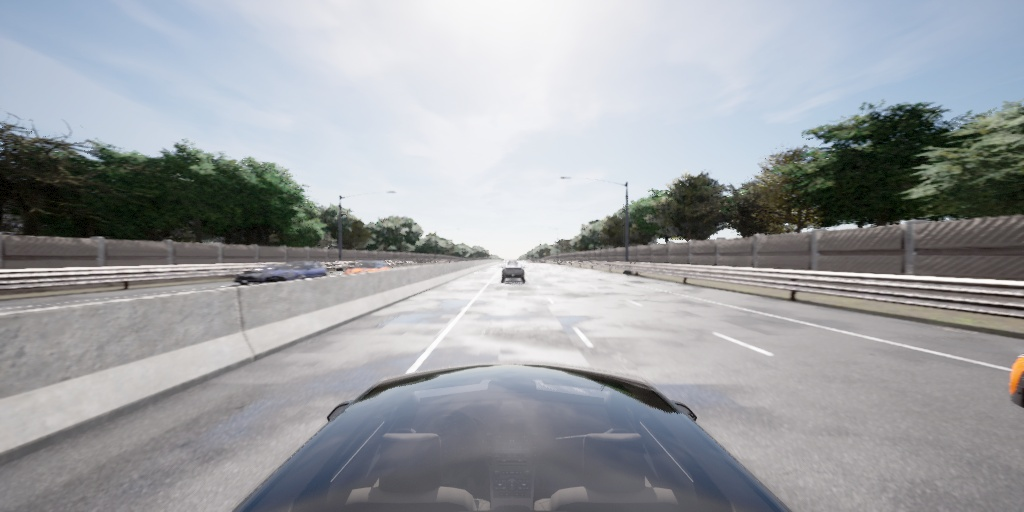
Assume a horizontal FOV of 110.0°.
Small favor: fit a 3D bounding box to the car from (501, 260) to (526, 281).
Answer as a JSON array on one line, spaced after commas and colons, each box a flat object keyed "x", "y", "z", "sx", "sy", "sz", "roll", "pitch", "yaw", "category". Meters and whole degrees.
[{"x": 0.097, "y": 1.279, "z": 29.945, "sx": 2.128, "sy": 1.511, "sz": 4.902, "roll": 0, "pitch": 0, "yaw": 0, "category": "car"}]

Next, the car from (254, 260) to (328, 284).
[{"x": -14.085, "y": 1.126, "z": 23.521, "sx": 2.097, "sy": 1.767, "sz": 4.553, "roll": 0, "pitch": 0, "yaw": 0, "category": "car"}]

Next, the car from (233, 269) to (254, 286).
[{"x": -17.582, "y": 1.327, "z": 26.278, "sx": 2.033, "sy": 1.411, "sz": 5.357, "roll": 0, "pitch": 0, "yaw": 0, "category": "car"}]

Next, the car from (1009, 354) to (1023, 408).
[{"x": 7.099, "y": 1.103, "z": 2.398, "sx": 2.097, "sy": 1.767, "sz": 4.553, "roll": 0, "pitch": 0, "yaw": 0, "category": "car"}]

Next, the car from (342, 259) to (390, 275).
[{"x": -10.583, "y": 1.131, "z": 26.353, "sx": 2.097, "sy": 1.767, "sz": 4.553, "roll": 0, "pitch": 0, "yaw": 0, "category": "car"}]
